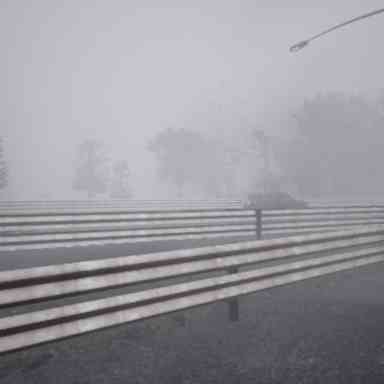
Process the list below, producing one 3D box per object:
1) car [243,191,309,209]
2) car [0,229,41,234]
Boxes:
[{"bbox_3d":[6.826,0.979,26.964,5.566,2.045,2.150,0,0,-25],"label":"car"},{"bbox_3d":[-8.077,1.240,12.167,4.674,1.442,1.812,0,0,-26],"label":"car"}]
